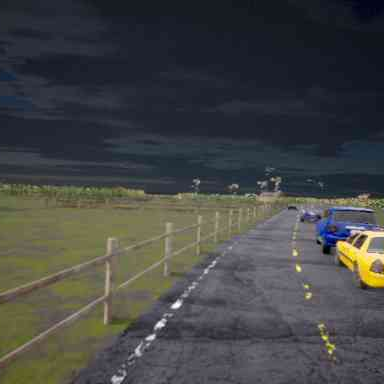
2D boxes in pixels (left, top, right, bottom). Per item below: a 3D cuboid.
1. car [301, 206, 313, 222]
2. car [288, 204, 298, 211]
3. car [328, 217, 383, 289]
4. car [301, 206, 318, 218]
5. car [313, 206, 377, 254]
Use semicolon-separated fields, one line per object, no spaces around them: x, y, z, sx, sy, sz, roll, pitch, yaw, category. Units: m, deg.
12.644;2.254;35.140;2.097;1.767;4.553;2;-1;19;car
20.904;3.183;69.031;1.895;1.301;4.718;2;-1;18;car
5.535;1.803;9.862;1.801;1.575;5.366;2;-1;14;car
15.768;2.696;44.868;1.994;1.385;4.181;2;-1;18;car
7.062;1.692;15.409;2.150;2.045;5.566;2;-1;16;car
